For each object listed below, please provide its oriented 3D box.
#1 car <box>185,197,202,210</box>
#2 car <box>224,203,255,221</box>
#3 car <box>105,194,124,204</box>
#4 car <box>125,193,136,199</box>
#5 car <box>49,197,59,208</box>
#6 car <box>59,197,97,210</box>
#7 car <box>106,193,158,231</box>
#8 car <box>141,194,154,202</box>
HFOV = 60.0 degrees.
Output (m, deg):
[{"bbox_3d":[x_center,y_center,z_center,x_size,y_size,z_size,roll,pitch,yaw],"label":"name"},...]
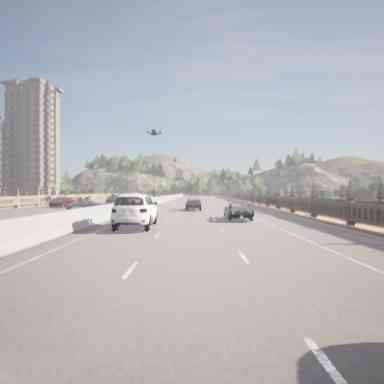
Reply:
[{"bbox_3d":[0.203,1.377,40.043,2.128,1.511,4.902,0,0,1],"label":"car"},{"bbox_3d":[3.602,1.525,26.271,1.895,1.301,4.718,0,0,0],"label":"car"},{"bbox_3d":[-13.486,1.186,57.940,2.097,1.767,4.553,0,0,2],"label":"car"},{"bbox_3d":[-16.110,1.077,86.924,1.994,1.385,4.181,0,0,2],"label":"car"},{"bbox_3d":[-17.386,1.350,44.561,1.882,1.535,5.008,0,0,2],"label":"car"},{"bbox_3d":[-10.568,1.400,32.024,2.128,1.511,4.902,0,0,0],"label":"car"},{"bbox_3d":[-3.399,1.163,20.284,2.150,2.045,5.566,0,0,0],"label":"car"},{"bbox_3d":[-9.543,1.272,71.870,1.882,1.535,5.008,0,0,2],"label":"car"}]
